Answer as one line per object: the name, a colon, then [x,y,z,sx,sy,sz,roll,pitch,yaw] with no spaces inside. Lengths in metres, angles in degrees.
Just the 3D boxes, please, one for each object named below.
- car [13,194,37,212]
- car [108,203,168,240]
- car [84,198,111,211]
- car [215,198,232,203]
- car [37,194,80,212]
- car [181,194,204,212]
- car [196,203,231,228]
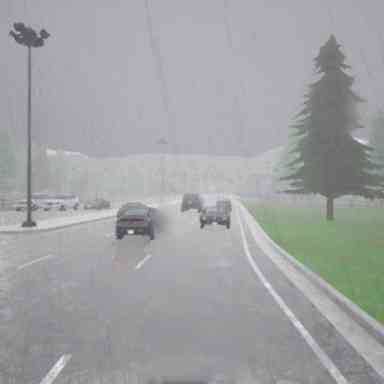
car: [-18.657,1.222,39.430,2.150,2.045,5.566,0,0,7]
car: [-2.463,1.515,17.150,1.837,1.490,4.892,0,0,6]
car: [-11.473,1.506,40.509,2.128,1.511,4.902,0,0,7]
car: [3.947,1.533,41.470,2.128,1.511,4.902,0,0,7]
car: [-15.194,1.227,38.947,2.150,2.045,5.566,0,0,7]
car: [0.109,1.254,38.921,2.150,2.045,5.566,0,0,7]
car: [1.618,1.622,22.243,1.895,1.301,4.718,0,0,7]
